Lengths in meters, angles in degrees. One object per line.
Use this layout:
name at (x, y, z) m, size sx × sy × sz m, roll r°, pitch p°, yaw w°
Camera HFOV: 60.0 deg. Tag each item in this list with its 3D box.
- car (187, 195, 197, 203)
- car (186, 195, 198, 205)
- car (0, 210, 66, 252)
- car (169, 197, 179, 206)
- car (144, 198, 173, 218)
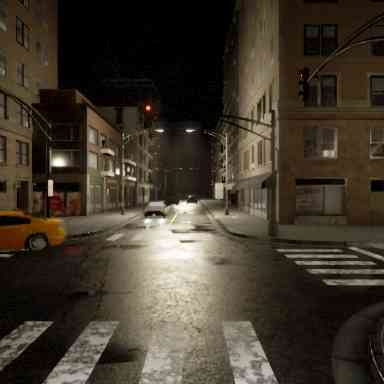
car at (0.007, 1.445, 69.617) m, size 2.128 × 1.511 × 4.902 m, roll 0°, pitch 0°, yaw 0°
car at (0.022, 1.453, 59.253) m, size 2.128 × 1.511 × 4.902 m, roll 0°, pitch 0°, yaw 0°
car at (-7.420, 1.467, 12.493) m, size 5.008 × 1.535 × 1.882 m, roll 0°, pitch 2°, yaw -27°
car at (-3.126, 1.531, 52.844) m, size 1.994 × 1.385 × 4.181 m, roll 0°, pitch 0°, yaw 0°
car at (-3.140, 1.533, 30.066) m, size 2.033 × 1.411 × 5.357 m, roll 0°, pitch 0°, yaw 0°
